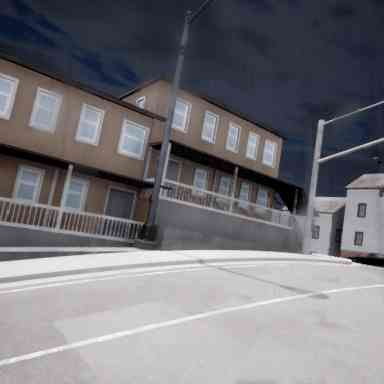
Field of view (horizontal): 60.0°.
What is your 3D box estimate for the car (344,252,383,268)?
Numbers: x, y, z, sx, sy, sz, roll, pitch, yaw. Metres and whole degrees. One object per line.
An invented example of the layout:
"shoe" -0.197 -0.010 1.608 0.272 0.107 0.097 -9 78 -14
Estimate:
"car" 14.285 5.320 25.422 1.895 1.301 4.718 14 -15 -31
